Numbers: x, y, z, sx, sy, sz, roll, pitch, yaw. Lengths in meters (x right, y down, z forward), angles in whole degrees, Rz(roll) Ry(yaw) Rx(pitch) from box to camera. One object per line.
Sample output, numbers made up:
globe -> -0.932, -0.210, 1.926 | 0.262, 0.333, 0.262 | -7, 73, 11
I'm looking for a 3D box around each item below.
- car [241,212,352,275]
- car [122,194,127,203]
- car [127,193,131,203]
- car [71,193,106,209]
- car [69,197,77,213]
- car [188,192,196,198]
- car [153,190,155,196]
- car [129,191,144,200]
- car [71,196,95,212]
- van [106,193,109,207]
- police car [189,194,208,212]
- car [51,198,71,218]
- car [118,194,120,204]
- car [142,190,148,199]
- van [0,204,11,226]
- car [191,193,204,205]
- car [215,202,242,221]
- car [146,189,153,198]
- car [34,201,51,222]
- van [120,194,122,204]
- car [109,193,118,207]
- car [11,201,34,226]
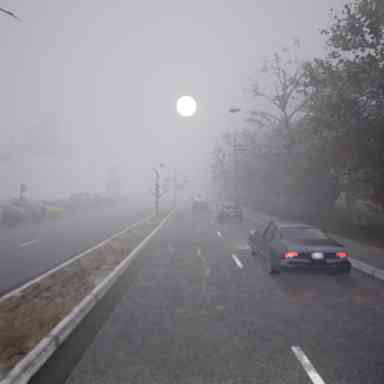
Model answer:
car -> 3.025, 1.583, 10.495 | 2.033, 1.411, 5.357 | 0, 0, 0
car -> -13.825, 1.169, 55.892 | 4.553, 1.767, 2.185 | -1, 1, -20
car -> -13.847, 1.303, 58.866 | 4.674, 1.452, 2.002 | -1, 1, -20
car -> -13.892, 1.203, 40.952 | 5.566, 2.045, 2.435 | -1, 1, -20
car -> -13.840, 1.553, 32.026 | 4.792, 1.488, 2.163 | -1, 0, -20
car -> 0.001, 0.847, 90.494 | 1.994, 1.385, 4.181 | 0, 1, 0
car -> -13.659, 0.851, 91.957 | 5.366, 1.575, 1.946 | -1, 1, -20
car -> -13.816, 1.131, 73.889 | 4.792, 1.488, 2.163 | -1, 0, -20
car -> -13.860, 1.520, 37.983 | 4.674, 1.452, 2.002 | -1, 1, -20
van -> -13.755, 1.195, 43.995 | 4.442, 1.987, 1.878 | -1, 0, -20
police car -> 0.900, 1.402, 39.028 | 1.930, 1.638, 5.238 | 0, 1, 0
car -> -13.698, 1.533, 29.099 | 5.366, 1.575, 1.946 | -1, 0, -20
car -> -13.851, 1.360, 49.919 | 4.892, 1.521, 2.231 | -1, 1, -20
car -> -14.010, 1.035, 79.812 | 5.366, 1.575, 1.946 | -1, 1, -20
van -> -13.770, 1.329, 20.125 | 4.442, 1.987, 1.878 | -1, 0, -20
car -> 0.900, 1.164, 54.889 | 2.097, 1.767, 4.553 | 0, 1, 0
car -> 3.044, 1.543, 27.627 | 2.128, 1.511, 4.902 | 0, 0, 0
car -> -13.812, 0.706, 85.901 | 5.566, 2.045, 2.435 | -1, 0, -20
car -> -13.898, 1.581, 26.030 | 4.792, 1.488, 2.163 | -1, 0, -20
van -> -13.966, 1.103, 52.856 | 4.442, 1.987, 1.878 | -1, 1, -20
car -> -13.837, 1.139, 46.948 | 5.566, 2.045, 2.435 | -1, 0, -20
car -> -13.868, 1.593, 23.057 | 4.674, 1.452, 2.002 | -1, 0, -20
